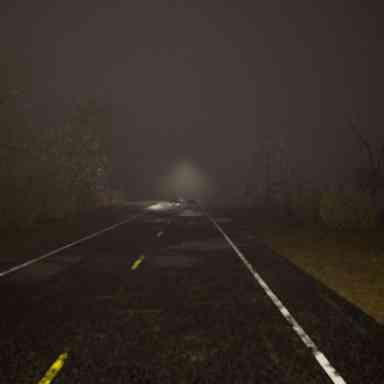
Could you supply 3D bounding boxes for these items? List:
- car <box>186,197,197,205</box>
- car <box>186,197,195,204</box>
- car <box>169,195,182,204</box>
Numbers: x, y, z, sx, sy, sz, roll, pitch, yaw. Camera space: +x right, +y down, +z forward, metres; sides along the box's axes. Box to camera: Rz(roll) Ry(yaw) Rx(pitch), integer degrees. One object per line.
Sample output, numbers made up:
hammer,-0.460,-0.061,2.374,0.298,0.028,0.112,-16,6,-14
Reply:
car,-0.120,1.737,62.015,1.994,1.385,4.181,0,0,0
car,-0.258,1.791,69.541,1.895,1.301,4.718,0,0,0
car,-3.762,1.676,70.322,1.882,1.535,5.008,0,0,0
